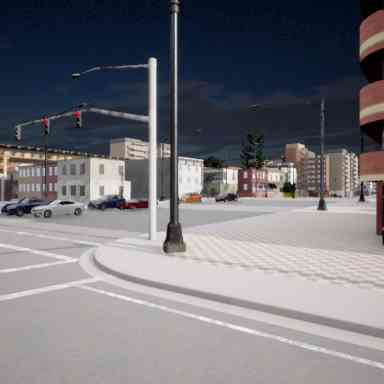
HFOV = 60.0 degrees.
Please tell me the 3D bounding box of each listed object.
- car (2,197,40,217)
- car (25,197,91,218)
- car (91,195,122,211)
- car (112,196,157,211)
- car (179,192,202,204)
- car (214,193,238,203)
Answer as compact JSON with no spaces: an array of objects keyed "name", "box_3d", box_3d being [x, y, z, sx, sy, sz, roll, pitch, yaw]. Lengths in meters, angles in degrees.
[{"name":"car","box_3d":[-14.848,1.240,30.545,2.097,1.767,4.553,0,1,37]},{"name":"car","box_3d":[-11.600,1.401,29.078,1.812,1.442,4.674,0,1,37]},{"name":"car","box_3d":[-9.560,1.116,37.666,2.097,1.767,4.553,0,1,37]},{"name":"car","box_3d":[-6.045,1.344,36.541,1.895,1.301,4.718,0,1,37]},{"name":"car","box_3d":[-0.549,0.853,49.784,2.097,1.767,4.553,0,1,37]},{"name":"car","box_3d":[5.369,0.914,51.846,1.837,1.490,4.892,0,0,37]}]
